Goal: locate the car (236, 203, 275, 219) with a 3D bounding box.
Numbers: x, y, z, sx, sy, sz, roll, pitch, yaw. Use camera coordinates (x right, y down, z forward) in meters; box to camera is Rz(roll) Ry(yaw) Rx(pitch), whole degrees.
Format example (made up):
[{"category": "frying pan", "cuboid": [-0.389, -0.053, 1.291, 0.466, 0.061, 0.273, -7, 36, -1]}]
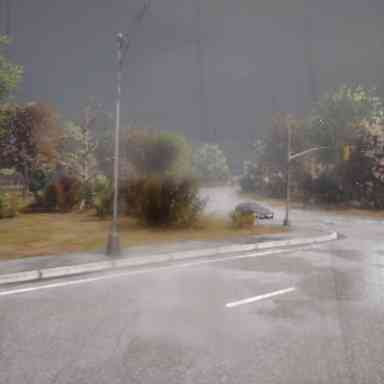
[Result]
[{"category": "car", "cuboid": [5.991, 1.834, 32.004, 1.837, 1.490, 4.892, 2, 2, -23]}]
